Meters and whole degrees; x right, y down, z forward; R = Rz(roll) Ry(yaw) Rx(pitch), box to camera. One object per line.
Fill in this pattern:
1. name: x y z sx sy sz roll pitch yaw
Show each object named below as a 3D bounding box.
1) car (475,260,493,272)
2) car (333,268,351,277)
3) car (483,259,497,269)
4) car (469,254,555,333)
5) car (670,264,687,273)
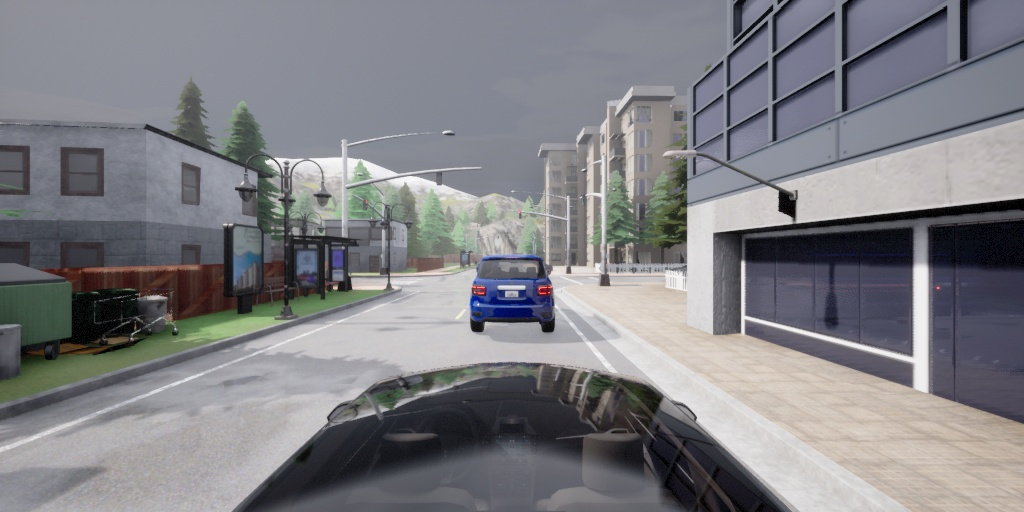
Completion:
1. car: -3.599 1.297 47.279 2.033 1.411 5.357 0 0 0
2. car: -14.365 1.083 26.319 4.553 1.767 2.097 0 0 -6
3. car: -3.589 1.227 58.773 1.882 1.535 5.008 0 0 0
4. car: 0.050 0.971 10.939 2.150 2.045 5.566 0 0 1
5. car: 16.500 1.270 31.858 4.892 1.490 1.837 0 0 -2
